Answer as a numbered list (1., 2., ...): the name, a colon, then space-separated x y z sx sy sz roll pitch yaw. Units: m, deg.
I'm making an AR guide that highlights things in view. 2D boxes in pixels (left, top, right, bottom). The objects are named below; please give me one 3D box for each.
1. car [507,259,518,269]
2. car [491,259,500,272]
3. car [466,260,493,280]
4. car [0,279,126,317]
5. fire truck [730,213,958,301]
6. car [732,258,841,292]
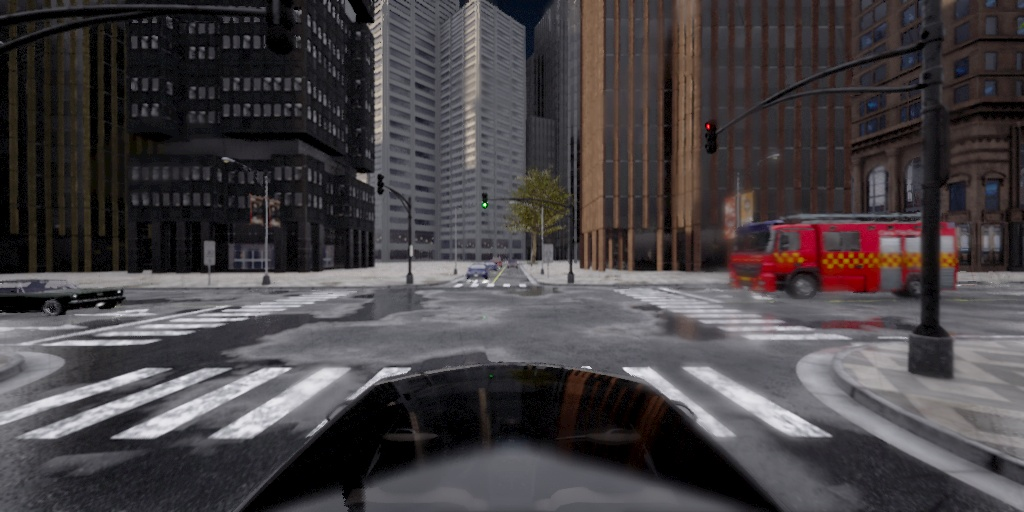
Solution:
1. car: 0.079 1.495 62.515 2.033 1.411 5.357 0 0 0
2. car: -3.025 1.449 49.293 1.812 1.442 4.674 0 0 0
3. car: -3.083 1.394 33.102 1.812 1.442 4.674 0 0 0
4. car: -17.702 1.526 13.477 4.718 1.301 1.895 0 0 0
5. fire truck: 15.264 0.014 16.962 8.468 3.827 2.891 0 0 0
6. car: 15.400 1.004 20.307 4.553 1.767 2.097 0 0 0
